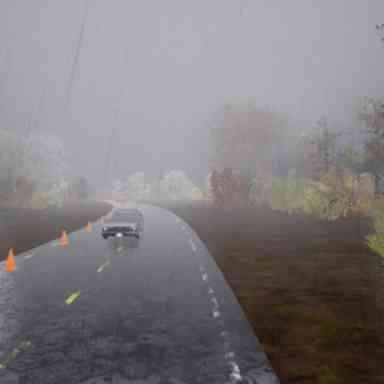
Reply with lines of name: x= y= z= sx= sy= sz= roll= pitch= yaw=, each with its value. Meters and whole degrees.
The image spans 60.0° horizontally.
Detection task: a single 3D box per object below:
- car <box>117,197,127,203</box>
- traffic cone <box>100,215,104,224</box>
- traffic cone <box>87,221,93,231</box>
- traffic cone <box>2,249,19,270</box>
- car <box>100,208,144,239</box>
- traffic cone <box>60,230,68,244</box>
car: x=-16.421 y=1.801 z=77.701 sx=2.033 sy=1.411 sz=5.357 roll=0 pitch=0 yaw=-19
traffic cone: x=-6.633 y=2.039 z=24.698 sx=0.340 sy=0.580 sz=0.340 roll=0 pitch=0 yaw=-7
traffic cone: x=-6.119 y=2.024 z=19.780 sx=0.340 sy=0.580 sz=0.340 roll=0 pitch=0 yaw=-5
traffic cone: x=-5.398 y=1.994 z=9.919 sx=0.340 sy=0.580 sz=0.340 roll=0 pitch=0 yaw=-3
car: x=-3.573 y=1.609 z=17.992 sx=2.033 sy=1.411 sz=5.357 roll=0 pitch=0 yaw=-5
traffic cone: x=-5.708 y=2.009 z=14.854 sx=0.340 sy=0.580 sz=0.340 roll=0 pitch=0 yaw=-4
